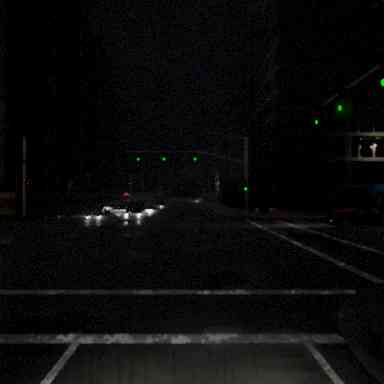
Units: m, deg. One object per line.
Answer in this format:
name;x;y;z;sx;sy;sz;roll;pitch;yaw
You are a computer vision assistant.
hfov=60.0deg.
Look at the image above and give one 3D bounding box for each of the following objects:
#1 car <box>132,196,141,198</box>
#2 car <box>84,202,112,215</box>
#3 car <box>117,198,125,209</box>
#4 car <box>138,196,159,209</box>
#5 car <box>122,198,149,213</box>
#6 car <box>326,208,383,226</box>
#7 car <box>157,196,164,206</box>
car;-10.463;2.108;68.447;2.033;1.411;5.357;0;0;0
car;-10.587;1.861;37.895;2.033;1.411;5.357;0;0;0
car;-10.557;2.038;52.847;1.895;1.301;4.718;0;0;0
car;-7.057;1.932;53.621;2.128;1.511;4.902;0;0;0
car;-7.066;1.852;41.990;1.837;1.490;4.892;0;0;0
car;12.478;1.805;24.549;4.718;1.301;1.895;0;0;0
car;-6.963;1.793;68.866;2.150;2.045;5.566;0;0;0
